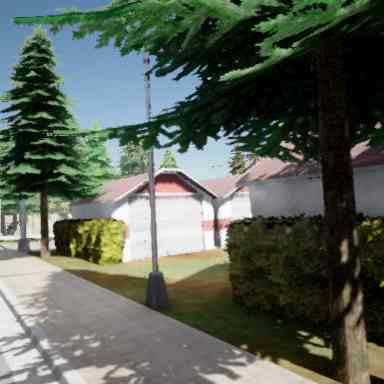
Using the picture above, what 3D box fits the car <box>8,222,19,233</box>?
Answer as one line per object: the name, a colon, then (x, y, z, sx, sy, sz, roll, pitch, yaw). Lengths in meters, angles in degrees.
car: (-27.976, 5.692, 55.238, 4.553, 1.767, 2.097, -1, -4, -35)
